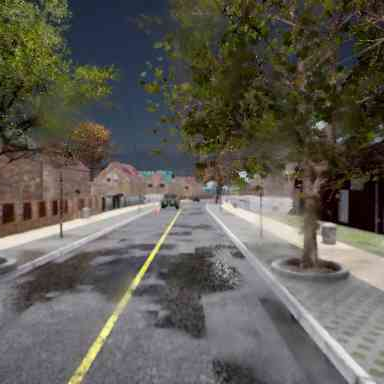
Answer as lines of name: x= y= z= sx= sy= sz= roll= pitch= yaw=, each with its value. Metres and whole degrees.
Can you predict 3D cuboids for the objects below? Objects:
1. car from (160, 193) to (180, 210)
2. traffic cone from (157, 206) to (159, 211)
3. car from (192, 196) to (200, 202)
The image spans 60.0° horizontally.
car: x=-2.743 y=1.197 z=42.781 sx=2.150 sy=2.045 sz=5.566 roll=0 pitch=-1 yaw=1
traffic cone: x=-3.869 y=1.923 z=38.151 sx=0.340 sy=0.580 sz=0.340 roll=0 pitch=0 yaw=0
car: x=1.037 y=1.687 z=78.506 sx=1.837 sy=1.490 sz=4.892 roll=0 pitch=-1 yaw=3
